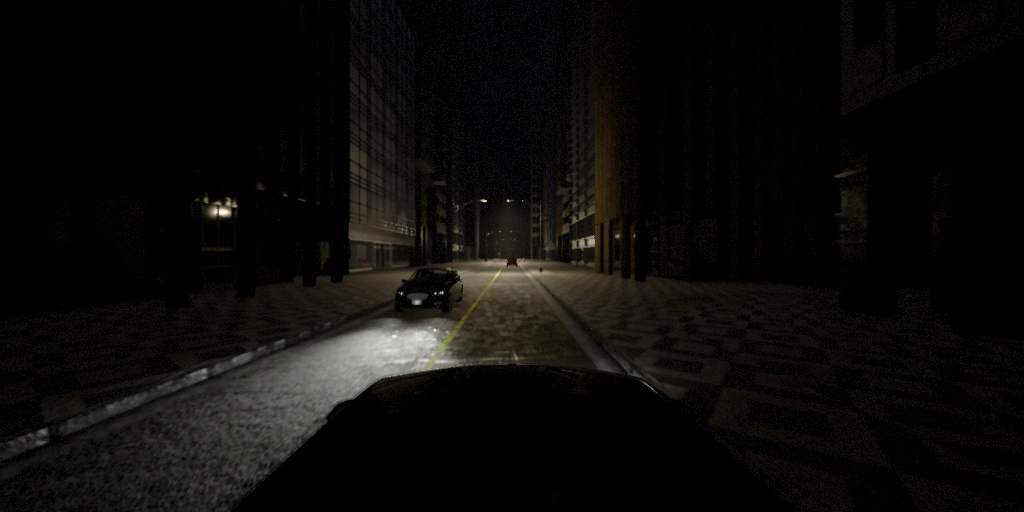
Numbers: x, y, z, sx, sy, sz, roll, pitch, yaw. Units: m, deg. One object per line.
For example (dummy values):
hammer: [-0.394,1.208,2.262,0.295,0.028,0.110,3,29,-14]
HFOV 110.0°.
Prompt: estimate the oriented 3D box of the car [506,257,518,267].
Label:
car: [0.011,1.080,60.981,1.812,1.442,4.674,0,0,0]

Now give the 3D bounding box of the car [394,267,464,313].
car: [-3.008,1.203,13.842,2.128,1.511,4.902,0,0,0]
